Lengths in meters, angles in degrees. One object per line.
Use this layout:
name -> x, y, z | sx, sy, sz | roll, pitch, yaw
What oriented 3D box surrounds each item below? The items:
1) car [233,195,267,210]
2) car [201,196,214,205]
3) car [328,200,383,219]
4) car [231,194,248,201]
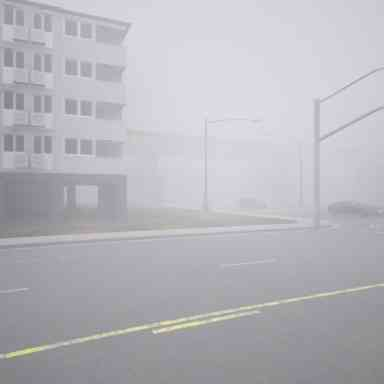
car -> 7.837, 1.505, 43.759 | 1.837, 1.490, 4.892 | 0, 0, -25
car -> 2.643, 1.505, 58.468 | 1.837, 1.490, 4.892 | 0, 0, -3
car -> 14.471, 1.491, 29.648 | 2.128, 1.511, 4.902 | 0, 0, -25
car -> 11.118, 1.540, 75.343 | 2.033, 1.411, 5.357 | 0, 0, 41
